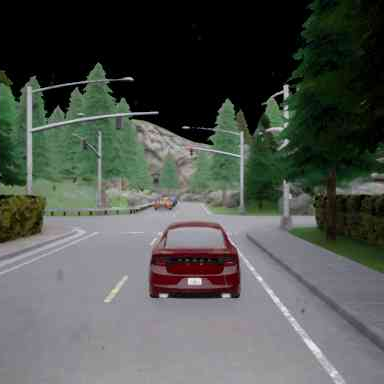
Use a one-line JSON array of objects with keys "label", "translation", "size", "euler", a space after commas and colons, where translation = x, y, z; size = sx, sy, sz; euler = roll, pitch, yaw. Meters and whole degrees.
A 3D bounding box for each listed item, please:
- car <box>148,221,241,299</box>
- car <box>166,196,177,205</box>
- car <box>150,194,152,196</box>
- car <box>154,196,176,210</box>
[{"label": "car", "translation": [0.069, 1.478, 8.527], "size": [1.882, 1.535, 5.008], "euler": [0, 0, 0]}, {"label": "car", "translation": [-3.794, 1.477, 61.939], "size": [1.882, 1.535, 5.008], "euler": [0, 0, -6]}, {"label": "car", "translation": [-10.993, 1.355, 79.667], "size": [4.553, 1.767, 2.097], "euler": [0, 0, 24]}, {"label": "car", "translation": [-3.583, 1.352, 42.629], "size": [2.097, 1.767, 4.553], "euler": [0, 0, 0]}]
